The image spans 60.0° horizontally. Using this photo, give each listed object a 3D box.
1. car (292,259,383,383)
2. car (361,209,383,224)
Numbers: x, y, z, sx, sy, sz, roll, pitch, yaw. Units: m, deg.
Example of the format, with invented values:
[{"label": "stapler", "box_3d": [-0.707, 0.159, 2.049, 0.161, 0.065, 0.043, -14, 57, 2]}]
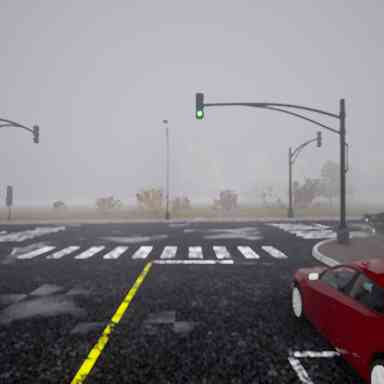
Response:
[{"label": "car", "box_3d": [2.699, 1.579, 4.492, 1.887, 1.381, 4.507, 0, 0, 0]}, {"label": "car", "box_3d": [14.737, 1.530, 23.021, 5.357, 1.411, 2.033, -1, -1, 0]}]
